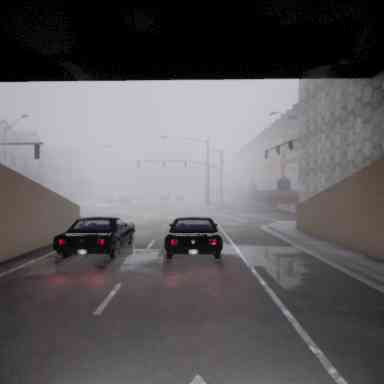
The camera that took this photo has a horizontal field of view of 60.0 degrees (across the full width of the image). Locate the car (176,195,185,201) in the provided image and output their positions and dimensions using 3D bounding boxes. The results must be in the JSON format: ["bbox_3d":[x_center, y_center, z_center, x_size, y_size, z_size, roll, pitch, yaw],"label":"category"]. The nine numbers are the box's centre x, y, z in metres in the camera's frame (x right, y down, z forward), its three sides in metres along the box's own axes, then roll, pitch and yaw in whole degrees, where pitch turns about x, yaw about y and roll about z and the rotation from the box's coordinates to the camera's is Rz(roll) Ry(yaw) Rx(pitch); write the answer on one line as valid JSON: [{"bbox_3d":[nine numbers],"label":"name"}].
[{"bbox_3d":[-2.651,1.344,76.155,1.994,1.385,4.181,0,0,1],"label":"car"}]

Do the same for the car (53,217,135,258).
[{"bbox_3d":[-3.437,1.597,12.693,1.895,1.301,4.718,0,0,0],"label":"car"}]

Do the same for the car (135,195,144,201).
[{"bbox_3d":[-13.004,1.511,82.084,2.033,1.411,5.357,0,0,1],"label":"car"}]

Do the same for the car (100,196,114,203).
[{"bbox_3d":[-16.903,1.502,66.392,2.128,1.511,4.902,0,0,1],"label":"car"}]

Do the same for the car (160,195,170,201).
[{"bbox_3d":[-6.150,1.344,76.243,1.994,1.385,4.181,0,0,1],"label":"car"}]

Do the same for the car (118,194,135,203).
[{"bbox_3d":[-13.405,1.458,66.435,1.882,1.535,5.008,0,0,2],"label":"car"}]

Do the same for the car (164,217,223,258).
[{"bbox_3d":[0.063,1.597,12.690,1.895,1.301,4.718,0,0,0],"label":"car"}]

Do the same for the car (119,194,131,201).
[{"bbox_3d":[-16.504,1.327,82.119,2.097,1.767,4.553,0,0,1],"label":"car"}]
